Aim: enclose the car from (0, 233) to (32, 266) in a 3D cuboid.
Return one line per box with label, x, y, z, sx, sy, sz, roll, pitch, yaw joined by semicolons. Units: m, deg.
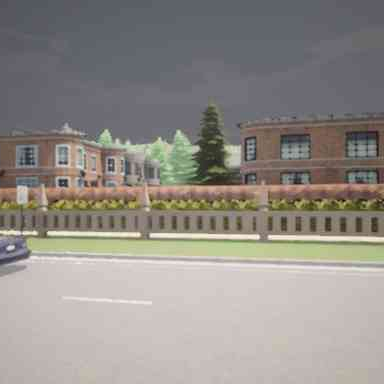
car;-7.803;1.719;10.333;5.357;1.411;2.033;-1;-1;12
